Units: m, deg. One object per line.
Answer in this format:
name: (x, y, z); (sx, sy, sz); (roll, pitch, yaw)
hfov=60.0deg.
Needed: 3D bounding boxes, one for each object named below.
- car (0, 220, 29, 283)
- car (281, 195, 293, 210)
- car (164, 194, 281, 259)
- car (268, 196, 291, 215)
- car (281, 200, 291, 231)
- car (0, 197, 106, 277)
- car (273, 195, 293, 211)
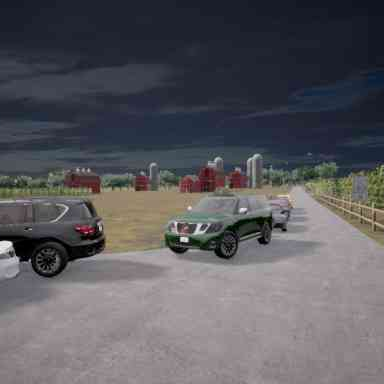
car: (-6.104, 1.612, 6.679); (4.674, 1.442, 1.812); (-2, 2, -38)
car: (6.266, 1.231, 24.727); (1.882, 1.535, 5.008); (0, 0, 18)
car: (1.298, 1.106, 12.668); (2.150, 2.045, 5.566); (0, 0, 34)
car: (8.189, 1.193, 30.772); (1.837, 1.490, 4.892); (0, 0, 18)
car: (4.415, 1.377, 18.993); (1.994, 1.385, 4.181); (0, 0, 17)
car: (-5.365, 1.225, 9.595); (5.566, 2.045, 2.150); (-1, 1, -4)
car: (10.003, 1.104, 36.475); (1.882, 1.535, 5.008); (0, 1, 18)
